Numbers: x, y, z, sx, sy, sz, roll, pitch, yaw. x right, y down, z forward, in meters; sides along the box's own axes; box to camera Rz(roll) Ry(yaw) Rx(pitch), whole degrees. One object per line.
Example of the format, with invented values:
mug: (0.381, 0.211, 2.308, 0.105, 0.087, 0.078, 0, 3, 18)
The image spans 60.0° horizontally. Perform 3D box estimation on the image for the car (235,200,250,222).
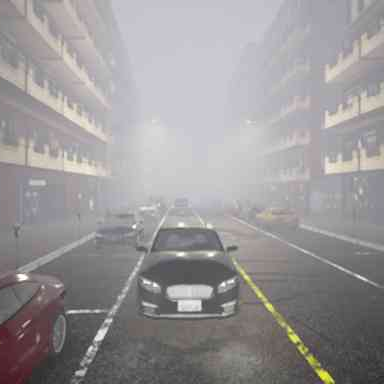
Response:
car: (4.908, 1.557, 26.013, 1.947, 1.339, 4.313, -1, 0, -2)

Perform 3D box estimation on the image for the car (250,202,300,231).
car: (5.129, 1.518, 20.585, 1.752, 1.417, 4.829, -1, 0, -2)

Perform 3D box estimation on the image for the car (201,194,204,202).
car: (3.307, 1.503, 65.365, 1.752, 1.417, 4.829, -1, 0, -2)

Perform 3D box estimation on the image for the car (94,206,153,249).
car: (-3.010, 1.544, 14.507, 2.008, 1.369, 4.403, -1, 0, -2)

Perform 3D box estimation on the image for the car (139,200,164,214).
car: (-3.466, 1.539, 25.701, 2.008, 1.369, 4.403, -1, 0, -2)

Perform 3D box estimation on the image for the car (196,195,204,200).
car: (2.175, 1.522, 93.182, 2.008, 1.369, 4.403, -1, 0, -2)

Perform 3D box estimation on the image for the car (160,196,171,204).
car: (-5.061, 1.526, 64.883, 2.008, 1.369, 4.403, -1, 0, -2)

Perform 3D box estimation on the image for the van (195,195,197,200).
van: (2.400, 1.314, 87.584, 1.690, 1.788, 3.998, -1, 0, -2)

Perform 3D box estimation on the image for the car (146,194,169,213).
car: (-3.925, 1.299, 36.896, 2.192, 1.841, 5.009, -1, 0, -2)

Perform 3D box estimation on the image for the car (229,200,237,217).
car: (4.679, 1.429, 31.610, 1.967, 1.590, 4.097, -1, 0, -2)

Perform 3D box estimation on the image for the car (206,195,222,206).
car: (3.770, 1.547, 54.000, 1.947, 1.339, 4.313, -1, 0, -2)

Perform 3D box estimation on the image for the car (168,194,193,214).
car: (-1.053, 1.339, 32.824, 2.097, 1.767, 4.553, 0, 0, -2)

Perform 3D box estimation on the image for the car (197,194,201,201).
car: (2.857, 1.415, 76.390, 1.967, 1.590, 4.097, -1, 0, -2)

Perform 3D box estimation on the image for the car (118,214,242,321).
car: (-0.120, 1.488, 7.583, 2.128, 1.511, 4.902, 0, 0, -2)

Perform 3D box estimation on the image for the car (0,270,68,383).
car: (-2.555, 1.580, 3.311, 1.802, 1.307, 4.206, -1, 0, -2)

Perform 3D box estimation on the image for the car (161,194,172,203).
car: (-5.291, 1.289, 70.480, 2.192, 1.841, 5.009, -1, 0, -2)

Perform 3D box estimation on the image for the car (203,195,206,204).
car: (3.541, 1.530, 59.598, 2.008, 1.369, 4.403, -1, 0, -2)
